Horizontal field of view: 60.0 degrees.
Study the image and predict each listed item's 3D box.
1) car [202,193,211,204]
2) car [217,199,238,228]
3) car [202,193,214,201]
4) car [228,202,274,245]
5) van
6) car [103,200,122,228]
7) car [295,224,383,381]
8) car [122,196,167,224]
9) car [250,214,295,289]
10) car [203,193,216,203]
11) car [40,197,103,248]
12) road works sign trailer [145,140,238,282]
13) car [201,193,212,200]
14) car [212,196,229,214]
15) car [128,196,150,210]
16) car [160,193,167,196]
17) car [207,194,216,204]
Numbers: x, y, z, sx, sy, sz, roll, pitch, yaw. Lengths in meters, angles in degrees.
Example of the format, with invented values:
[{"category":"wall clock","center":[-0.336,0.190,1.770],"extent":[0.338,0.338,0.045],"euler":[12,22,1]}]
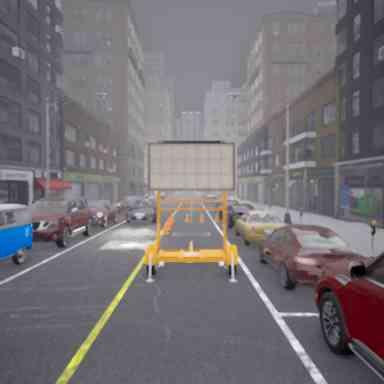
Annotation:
[{"category":"car","center":[2.780,0.996,47.664],"extent":[2.008,1.369,4.403],"euler":[-1,1,0]},{"category":"car","center":[2.824,1.339,19.736],"extent":[1.947,1.339,4.313],"euler":[-1,1,0]},{"category":"car","center":[2.763,0.876,58.835],"extent":[1.947,1.339,4.313],"euler":[-1,1,0]},{"category":"car","center":[2.832,1.361,14.321],"extent":[1.752,1.417,4.829],"euler":[-1,1,0]},{"category":"van","center":[-5.694,1.243,8.548],"extent":[1.690,1.788,3.998],"euler":[-1,1,0]},{"category":"car","center":[-5.712,1.213,19.720],"extent":[1.967,1.590,4.097],"euler":[-1,1,0]},{"category":"car","center":[2.847,1.280,2.977],"extent":[2.192,1.841,5.009],"euler":[-1,1,0]},{"category":"car","center":[-3.139,1.235,22.275],"extent":[2.128,1.511,4.902],"euler":[0,1,0]},{"category":"car","center":[2.842,1.483,8.565],"extent":[1.802,1.307,4.206],"euler":[-1,1,0]},{"category":"car","center":[2.771,0.901,53.419],"extent":[1.752,1.417,4.829],"euler":[-1,1,0]},{"category":"car","center":[-5.704,1.153,14.133],"extent":[2.192,1.841,5.009],"euler":[-1,1,0]},{"category":"road works sign trailer","center":[-0.010,0.356,9.380],"extent":[2.380,3.560,2.880],"euler":[0,1,0]},{"category":"car","center":[2.754,0.823,64.420],"extent":[1.802,1.307,4.206],"euler":[-1,1,0]},{"category":"car","center":[2.815,1.274,25.322],"extent":[1.947,1.339,4.313],"euler":[-1,1,0]},{"category":"car","center":[-5.741,1.161,36.478],"extent":[1.802,1.307,4.206],"euler":[-1,1,0]},{"category":"car","center":[-5.791,0.787,64.404],"extent":[1.887,1.381,4.507],"euler":[-1,1,0]},{"category":"car","center":[2.806,1.194,30.907],"extent":[2.008,1.369,4.403],"euler":[-1,1,0]}]
